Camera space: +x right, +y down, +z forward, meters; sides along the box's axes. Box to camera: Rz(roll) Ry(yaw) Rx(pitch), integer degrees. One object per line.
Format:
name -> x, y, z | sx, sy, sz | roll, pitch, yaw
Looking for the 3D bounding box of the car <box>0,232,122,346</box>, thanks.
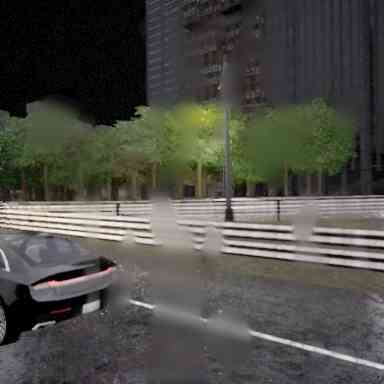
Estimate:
car -> -3.492, 1.538, 6.460 | 4.902, 1.511, 2.128 | 0, 0, 36
